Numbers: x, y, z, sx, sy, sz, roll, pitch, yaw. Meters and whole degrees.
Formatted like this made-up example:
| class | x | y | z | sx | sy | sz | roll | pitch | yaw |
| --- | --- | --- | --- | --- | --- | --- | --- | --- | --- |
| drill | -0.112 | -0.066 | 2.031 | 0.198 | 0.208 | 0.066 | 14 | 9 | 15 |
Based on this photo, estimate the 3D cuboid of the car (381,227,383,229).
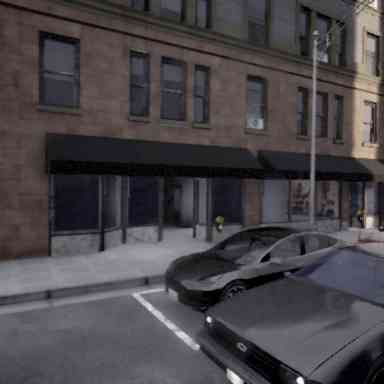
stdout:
| class | x | y | z | sx | sy | sz | roll | pitch | yaw |
| --- | --- | --- | --- | --- | --- | --- | --- | --- | --- |
| car | 6.536 | 1.439 | 9.623 | 4.206 | 1.307 | 1.802 | 0 | 1 | -29 |

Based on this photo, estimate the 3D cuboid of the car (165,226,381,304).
| class | x | y | z | sx | sy | sz | roll | pitch | yaw |
| --- | --- | --- | --- | --- | --- | --- | --- | --- | --- |
| car | 1.581 | 1.420 | 6.844 | 4.313 | 1.339 | 1.947 | 0 | 1 | -29 |

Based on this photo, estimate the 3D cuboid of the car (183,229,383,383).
| class | x | y | z | sx | sy | sz | roll | pitch | yaw |
| --- | --- | --- | --- | --- | --- | --- | --- | --- | --- |
| car | 2.756 | 1.470 | 4.594 | 5.357 | 1.411 | 2.033 | 0 | 2 | -29 |
